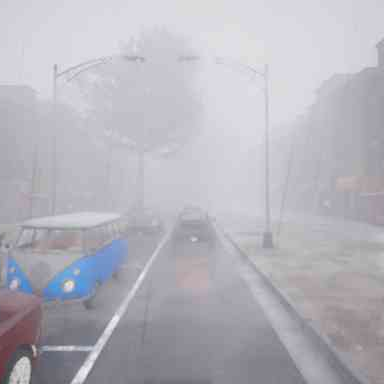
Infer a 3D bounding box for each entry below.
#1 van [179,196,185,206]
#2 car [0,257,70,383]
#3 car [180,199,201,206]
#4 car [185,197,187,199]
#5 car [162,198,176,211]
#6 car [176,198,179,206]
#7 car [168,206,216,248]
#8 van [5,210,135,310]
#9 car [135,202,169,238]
[{"bbox_3d":[-2.626,1.843,57.510,1.690,1.788,3.998,2,-1,0],"label":"van"},{"bbox_3d":[-2.617,1.564,2.158,1.887,1.381,4.507,2,0,0],"label":"car"},{"bbox_3d":[0.080,1.746,32.214,1.882,1.535,5.008,0,0,0],"label":"car"},{"bbox_3d":[-2.635,2.175,68.578,1.947,1.339,4.313,2,-1,0],"label":"car"},{"bbox_3d":[-3.033,1.763,36.475,1.801,1.575,5.366,0,-1,0],"label":"car"},{"bbox_3d":[-3.025,1.845,43.287,1.882,1.535,5.008,0,-1,0],"label":"car"},{"bbox_3d":[0.081,1.632,15.469,1.837,1.490,4.892,0,0,0],"label":"car"},{"bbox_3d":[-2.613,1.405,7.695,1.690,1.788,3.998,2,0,0],"label":"van"},{"bbox_3d":[-2.618,1.595,18.765,1.967,1.590,4.097,2,0,0],"label":"car"}]
